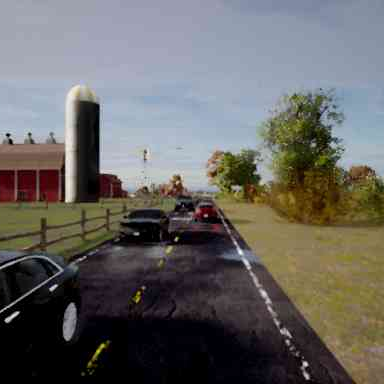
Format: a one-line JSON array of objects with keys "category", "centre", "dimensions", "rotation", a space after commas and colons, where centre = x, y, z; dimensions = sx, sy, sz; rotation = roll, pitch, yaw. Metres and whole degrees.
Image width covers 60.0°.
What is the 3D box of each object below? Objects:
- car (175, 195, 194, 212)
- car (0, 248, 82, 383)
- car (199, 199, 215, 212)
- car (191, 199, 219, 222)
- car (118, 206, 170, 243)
[{"category": "car", "centre": [-0.900, 1.356, 42.030], "dimensions": [2.150, 2.045, 5.566], "rotation": [0, -1, 3]}, {"category": "car", "centre": [-2.730, 1.503, 3.533], "dimensions": [1.837, 1.490, 4.892], "rotation": [0, 0, 2]}, {"category": "car", "centre": [1.951, 1.655, 42.635], "dimensions": [1.837, 1.490, 4.892], "rotation": [0, 0, 3]}, {"category": "car", "centre": [1.172, 1.602, 27.113], "dimensions": [1.812, 1.442, 4.674], "rotation": [0, 0, 3]}, {"category": "car", "centre": [-2.211, 1.510, 16.482], "dimensions": [1.882, 1.535, 5.008], "rotation": [0, 0, 3]}]
